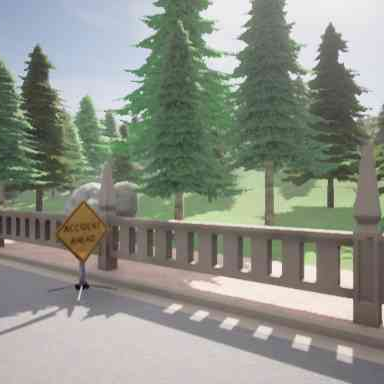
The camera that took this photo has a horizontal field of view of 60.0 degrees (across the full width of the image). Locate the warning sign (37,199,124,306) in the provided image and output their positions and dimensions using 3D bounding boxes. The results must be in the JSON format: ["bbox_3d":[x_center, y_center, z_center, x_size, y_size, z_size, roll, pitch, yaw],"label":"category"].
[{"bbox_3d":[-2.226,1.088,6.747,1.060,1.860,1.300,0,0,35],"label":"warning sign"}]
